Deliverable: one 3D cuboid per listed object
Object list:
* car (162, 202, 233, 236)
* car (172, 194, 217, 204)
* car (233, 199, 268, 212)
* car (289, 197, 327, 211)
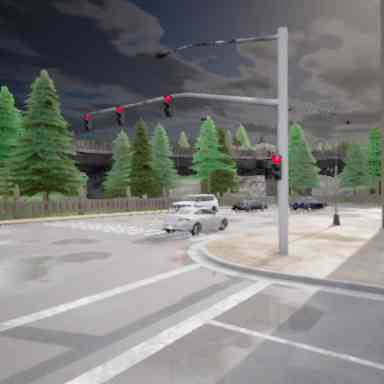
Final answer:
[{"bbox_3d":[0.226,1.517,18.331,1.812,1.442,4.674,-1,0,34],"label":"car"},{"bbox_3d":[0.288,1.245,30.520,2.150,2.045,5.566,0,0,37],"label":"car"},{"bbox_3d":[6.767,1.568,38.505,2.033,1.411,5.357,0,0,44],"label":"car"},{"bbox_3d":[14.242,1.350,40.030,4.553,1.767,2.097,0,0,-36],"label":"car"}]
